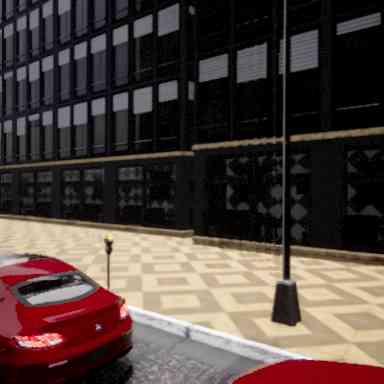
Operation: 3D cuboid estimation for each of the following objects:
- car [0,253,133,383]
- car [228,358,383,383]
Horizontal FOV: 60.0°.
[{"bbox_3d":[-2.672,1.564,4.778,4.206,1.307,1.802,0,0,35],"label":"car"},{"bbox_3d":[1.967,1.585,1.472,4.206,1.307,1.802,0,0,35],"label":"car"}]
